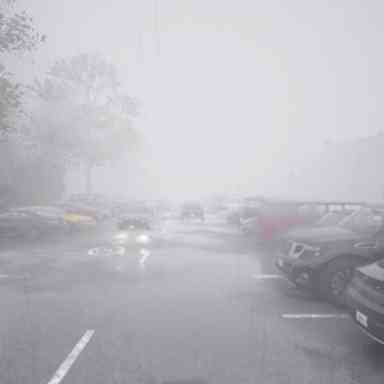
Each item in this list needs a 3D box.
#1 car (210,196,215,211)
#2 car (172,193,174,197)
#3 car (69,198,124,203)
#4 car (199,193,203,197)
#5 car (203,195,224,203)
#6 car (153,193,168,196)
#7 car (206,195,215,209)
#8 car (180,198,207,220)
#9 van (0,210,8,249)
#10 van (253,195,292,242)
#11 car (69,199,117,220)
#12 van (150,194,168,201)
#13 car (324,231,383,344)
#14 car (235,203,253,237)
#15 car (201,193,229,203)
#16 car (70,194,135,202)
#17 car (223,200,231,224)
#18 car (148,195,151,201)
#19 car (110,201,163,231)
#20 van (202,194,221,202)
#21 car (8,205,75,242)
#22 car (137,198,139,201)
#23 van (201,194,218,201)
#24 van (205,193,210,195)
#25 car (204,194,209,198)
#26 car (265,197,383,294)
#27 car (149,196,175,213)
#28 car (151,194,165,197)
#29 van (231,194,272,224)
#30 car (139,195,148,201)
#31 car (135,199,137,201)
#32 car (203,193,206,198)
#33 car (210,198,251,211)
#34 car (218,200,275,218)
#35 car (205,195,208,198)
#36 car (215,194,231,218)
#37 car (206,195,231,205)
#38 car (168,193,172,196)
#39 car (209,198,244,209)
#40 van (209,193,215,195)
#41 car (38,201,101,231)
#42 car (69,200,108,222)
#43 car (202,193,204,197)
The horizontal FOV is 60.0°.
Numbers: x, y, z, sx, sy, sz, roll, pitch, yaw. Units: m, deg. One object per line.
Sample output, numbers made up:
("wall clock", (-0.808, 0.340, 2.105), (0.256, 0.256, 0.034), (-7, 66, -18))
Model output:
("car", (4.762, 1.467, 35.404), (5.008, 1.535, 2.097), (0, 0, 0))
("car", (-8.362, 1.386, 88.070), (5.566, 2.045, 2.435), (0, 0, 0))
("car", (-8.349, 1.487, 26.840), (4.792, 1.488, 2.163), (0, 0, 0))
("car", (4.779, 1.314, 66.238), (5.566, 2.045, 2.435), (0, 0, 0))
("car", (4.718, 1.467, 74.648), (4.553, 1.767, 2.185), (0, 0, 0))
("car", (-8.144, 1.572, 68.640), (5.366, 1.575, 1.946), (0, 0, 0))
("car", (4.571, 1.472, 38.204), (5.366, 1.575, 1.946), (0, 0, 0))
("car", (0.061, 1.483, 27.437), (1.837, 1.490, 4.892), (0, 0, 1))
("van", (-8.438, 1.231, 10.126), (4.442, 1.987, 1.878), (0, 0, 0))
("van", (4.875, 1.230, 12.977), (4.442, 1.987, 1.878), (0, 0, 0))
("car", (-8.291, 1.487, 24.055), (4.792, 1.488, 2.163), (0, 0, 0))
("van", (-8.450, 1.403, 85.294), (4.442, 1.987, 1.878), (0, 0, 0))
("car", (4.746, 1.464, 4.567), (4.892, 1.521, 2.231), (0, 0, 0))
("car", (4.766, 1.457, 15.782), (4.892, 1.521, 2.231), (0, 0, 0))
("car", (4.779, 1.323, 69.041), (5.566, 2.045, 2.435), (0, 0, 0))
("car", (-8.293, 1.208, 29.623), (5.566, 2.045, 2.435), (0, 0, 0))
("car", (4.765, 1.455, 21.388), (5.008, 1.535, 2.097), (0, 0, 0))
("car", (-8.295, 1.233, 40.640), (5.566, 2.045, 2.435), (0, 0, 0))
("car", (-3.289, 1.524, 20.884), (2.033, 1.411, 5.357), (0, 0, 0))
("van", (4.631, 1.384, 80.254), (4.442, 1.987, 1.878), (0, 0, 0))
("car", (-8.317, 1.497, 15.698), (4.674, 1.452, 2.002), (0, 0, 0))
("car", (-8.320, 1.508, 35.070), (4.674, 1.452, 2.002), (0, 0, 0))
("van", (4.629, 1.411, 88.662), (4.442, 1.987, 1.878), (0, 0, 0))
("van", (4.870, 1.303, 55.025), (4.442, 1.987, 1.878), (0, 0, 0))
("car", (4.759, 1.520, 52.221), (5.008, 1.535, 2.097), (0, 0, 0))
("car", (4.727, 1.208, 7.372), (5.566, 2.045, 2.435), (0, 0, 0))
("car", (-3.276, 1.518, 37.060), (1.812, 1.442, 4.674), (0, 0, 1))
("car", (-8.335, 1.567, 65.863), (4.892, 1.521, 2.231), (0, 0, 0))
("van", (4.644, 1.230, 18.584), (4.442, 1.987, 1.878), (0, 0, 0))
("car", (-8.294, 1.225, 37.979), (5.566, 2.045, 2.435), (0, 0, 0))
("car", (-8.316, 1.464, 32.410), (5.008, 1.535, 2.097), (0, 0, 0))
("car", (4.721, 1.412, 57.828), (4.553, 1.767, 2.185), (0, 0, 0))
("car", (4.727, 1.513, 41.008), (4.792, 1.488, 2.163), (0, 0, 0))
("car", (4.788, 1.487, 29.797), (4.792, 1.488, 2.163), (0, 0, 0))
("car", (4.784, 1.540, 49.418), (4.792, 1.488, 2.163), (0, 0, 0))
("car", (4.731, 1.204, 24.192), (5.566, 2.045, 2.435), (0, 0, 0))
("car", (4.783, 1.421, 60.631), (4.553, 1.767, 2.185), (0, 0, 0))
("car", (-8.360, 1.359, 79.743), (5.566, 2.045, 2.435), (0, 0, 0))
("car", (4.784, 1.531, 46.614), (4.792, 1.488, 2.163), (0, 0, 0))
("van", (4.872, 1.267, 43.812), (4.442, 1.987, 1.878), (0, 0, 0))
("car", (-8.134, 1.454, 18.483), (5.366, 1.575, 1.946), (0, 0, 0))
("car", (-8.314, 1.457, 21.270), (5.008, 1.535, 2.097), (0, 0, 0))
("car", (4.783, 1.430, 63.434), (4.553, 1.767, 2.185), (0, 0, 0))
